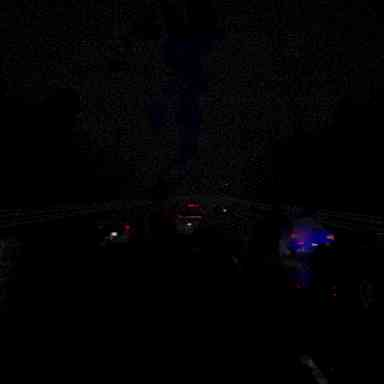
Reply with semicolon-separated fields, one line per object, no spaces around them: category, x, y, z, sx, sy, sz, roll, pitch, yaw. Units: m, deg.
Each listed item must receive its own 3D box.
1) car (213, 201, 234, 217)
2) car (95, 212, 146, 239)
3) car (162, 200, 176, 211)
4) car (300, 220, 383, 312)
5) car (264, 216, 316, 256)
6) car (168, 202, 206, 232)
car;3.578;1.944;36.764;1.994;1.385;4.181;1;-1;4
car;-3.663;1.706;17.953;1.895;1.301;4.718;1;-1;0
car;-2.952;1.876;46.176;1.837;1.490;4.892;1;-1;3
car;4.344;1.659;7.895;1.812;1.442;4.674;1;-1;-1
car;4.292;1.710;13.802;1.812;1.442;4.674;1;-1;0
car;-0.128;1.681;21.592;2.128;1.511;4.902;1;-1;1
